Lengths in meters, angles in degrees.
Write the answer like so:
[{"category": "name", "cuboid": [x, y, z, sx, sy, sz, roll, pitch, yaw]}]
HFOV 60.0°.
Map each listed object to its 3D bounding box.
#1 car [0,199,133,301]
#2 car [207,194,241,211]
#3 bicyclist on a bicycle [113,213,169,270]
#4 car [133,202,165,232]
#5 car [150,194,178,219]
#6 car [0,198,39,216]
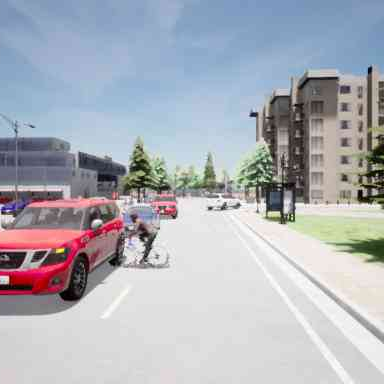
[{"category": "car", "cuboid": [-3.302, 1.221, 8.708, 2.150, 2.045, 5.566, 0, 0, 2]}, {"category": "car", "cuboid": [4.008, 1.220, 41.550, 2.150, 2.045, 5.566, 0, 0, 37]}, {"category": "bicyclist on a bicycle", "cuboid": [-1.514, 1.453, 9.750, 1.656, 1.620, 0.582, -2, 0, 2]}, {"category": "car", "cuboid": [-2.863, 1.526, 18.696, 1.812, 1.442, 4.674, 0, 0, 2]}, {"category": "car", "cuboid": [-2.375, 1.221, 29.264, 2.150, 2.045, 5.566, 0, 0, 0]}, {"category": "car", "cuboid": [-16.210, 1.374, 31.303, 1.845, 1.501, 3.633, 0, 0, 3]}]
